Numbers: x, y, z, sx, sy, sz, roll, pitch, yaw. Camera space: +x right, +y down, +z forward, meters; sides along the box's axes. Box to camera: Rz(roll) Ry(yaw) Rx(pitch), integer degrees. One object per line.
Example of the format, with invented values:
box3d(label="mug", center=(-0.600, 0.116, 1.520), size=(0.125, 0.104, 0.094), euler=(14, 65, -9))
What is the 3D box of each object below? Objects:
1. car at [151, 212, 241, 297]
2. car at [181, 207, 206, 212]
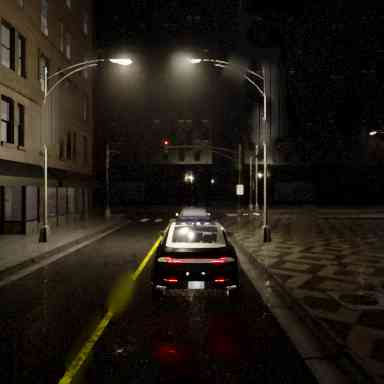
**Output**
box3d(label="car", center=(0.085, 1.491, 8.532), size=(2.128, 1.511, 4.902), euler=(0, 0, 0))
box3d(label="car", center=(0.088, 1.547, 18.644), size=(2.033, 1.411, 5.357), euler=(0, 0, -2))
